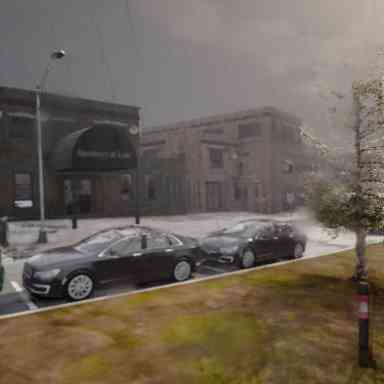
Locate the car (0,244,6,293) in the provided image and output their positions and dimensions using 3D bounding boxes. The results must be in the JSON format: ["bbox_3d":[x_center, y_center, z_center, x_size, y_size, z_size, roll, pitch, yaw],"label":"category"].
[{"bbox_3d":[-6.367,1.397,5.704,5.566,2.045,2.435,1,2,-36],"label":"car"}]

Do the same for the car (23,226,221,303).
[{"bbox_3d":[-1.877,1.726,9.088,4.892,1.521,2.231,1,2,-38],"label":"car"}]

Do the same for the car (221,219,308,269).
[{"bbox_3d":[2.472,1.803,12.600,4.892,1.521,2.231,1,2,-39],"label":"car"}]
